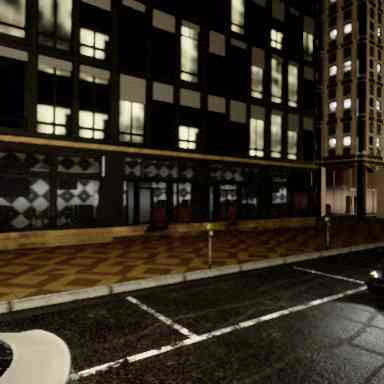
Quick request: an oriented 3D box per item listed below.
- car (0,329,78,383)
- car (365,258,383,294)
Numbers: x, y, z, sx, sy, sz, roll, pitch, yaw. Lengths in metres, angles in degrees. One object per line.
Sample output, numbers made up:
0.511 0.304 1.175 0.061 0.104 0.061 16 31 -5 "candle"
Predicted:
-2.820 1.508 1.369 4.674 1.442 1.812 1 -1 -35 "car"
6.299 1.653 7.873 5.357 1.411 2.033 1 0 -35 "car"
